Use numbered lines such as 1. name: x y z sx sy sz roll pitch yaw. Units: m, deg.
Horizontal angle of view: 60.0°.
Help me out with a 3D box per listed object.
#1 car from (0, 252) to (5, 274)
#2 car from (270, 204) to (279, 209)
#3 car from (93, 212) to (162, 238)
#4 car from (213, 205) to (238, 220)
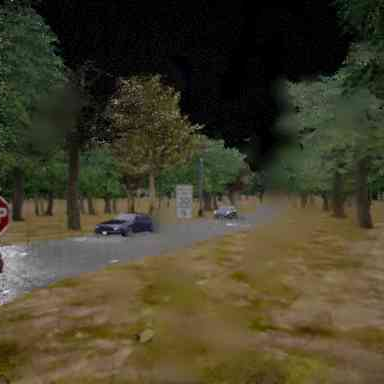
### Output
1. car: -6.827 1.687 7.682 1.812 1.442 4.674 1 -1 26
2. car: 21.792 3.849 87.084 1.994 1.385 4.181 0 -1 13
3. car: -3.844 2.009 21.197 2.033 1.411 5.357 1 -1 24
4. car: 4.049 2.383 40.009 2.097 1.767 4.553 1 -1 21
